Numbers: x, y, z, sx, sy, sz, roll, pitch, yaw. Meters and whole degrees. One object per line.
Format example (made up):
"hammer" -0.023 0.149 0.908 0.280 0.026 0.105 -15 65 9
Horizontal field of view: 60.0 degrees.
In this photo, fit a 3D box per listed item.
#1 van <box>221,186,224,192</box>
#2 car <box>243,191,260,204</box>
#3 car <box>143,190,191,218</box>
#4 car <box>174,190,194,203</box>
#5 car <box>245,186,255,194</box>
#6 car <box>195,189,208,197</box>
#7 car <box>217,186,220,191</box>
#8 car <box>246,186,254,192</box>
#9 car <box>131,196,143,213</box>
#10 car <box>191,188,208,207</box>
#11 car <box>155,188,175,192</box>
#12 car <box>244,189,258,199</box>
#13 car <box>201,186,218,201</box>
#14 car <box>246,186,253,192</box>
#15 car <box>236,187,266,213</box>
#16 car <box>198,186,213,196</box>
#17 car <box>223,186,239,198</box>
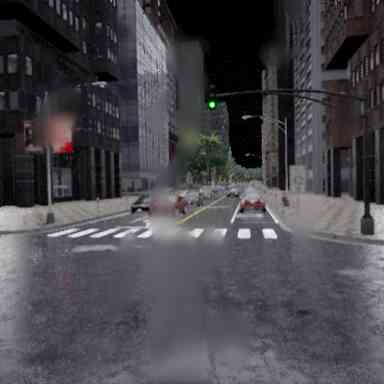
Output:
"van" 7.231 -0.875 91.726 1.690 1.788 3.998 -1 1 10
"car" 6.564 0.559 36.817 1.802 1.307 4.206 -1 1 10
"car" -1.630 0.924 23.513 1.882 1.535 5.008 -1 1 9
"car" -0.960 0.519 43.430 1.752 1.417 4.829 -1 1 10
"car" 12.912 -0.528 74.242 1.967 1.590 4.097 -1 1 10
"car" 1.792 0.164 59.643 1.802 1.307 4.206 -1 1 10
"car" 4.507 -0.504 75.681 2.192 1.841 5.009 -1 1 10
"car" 14.729 -0.683 84.938 2.008 1.369 4.403 -1 1 10
"car" -3.653 0.967 27.555 1.947 1.339 4.313 -1 1 10
"car" 0.108 0.690 33.679 1.837 1.490 4.892 -1 1 9
"car" -2.752 0.578 32.898 2.192 1.841 5.009 -1 1 10
"car" 8.378 0.248 47.510 1.887 1.381 4.507 -1 1 10
"car" 2.030 0.396 44.941 1.837 1.490 4.892 -1 3 10
"car" 15.665 -0.844 90.452 1.752 1.417 4.829 -1 1 10
"car" 4.746 0.692 26.120 1.967 1.590 4.097 -1 1 10
"car" 2.693 -0.237 64.985 2.192 1.841 5.009 -1 1 10
"car" 6.483 0.230 52.829 1.895 1.301 4.718 -1 1 10
